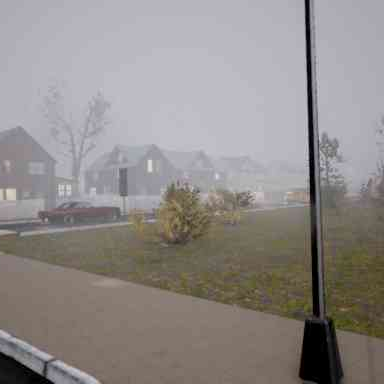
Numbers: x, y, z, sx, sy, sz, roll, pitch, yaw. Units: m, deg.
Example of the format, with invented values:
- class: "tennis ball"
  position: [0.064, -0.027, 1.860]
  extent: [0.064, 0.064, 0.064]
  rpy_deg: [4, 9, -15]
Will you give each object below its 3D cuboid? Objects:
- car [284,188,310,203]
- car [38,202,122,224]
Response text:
- class: "car"
  position: [13.947, 0.589, 42.269]
  extent: [1.882, 1.535, 5.008]
  rpy_deg: [-2, -1, 44]
- class: "car"
  position: [-6.726, 1.245, 20.442]
  extent: [1.895, 1.301, 4.718]
  rpy_deg: [-2, -1, 43]
